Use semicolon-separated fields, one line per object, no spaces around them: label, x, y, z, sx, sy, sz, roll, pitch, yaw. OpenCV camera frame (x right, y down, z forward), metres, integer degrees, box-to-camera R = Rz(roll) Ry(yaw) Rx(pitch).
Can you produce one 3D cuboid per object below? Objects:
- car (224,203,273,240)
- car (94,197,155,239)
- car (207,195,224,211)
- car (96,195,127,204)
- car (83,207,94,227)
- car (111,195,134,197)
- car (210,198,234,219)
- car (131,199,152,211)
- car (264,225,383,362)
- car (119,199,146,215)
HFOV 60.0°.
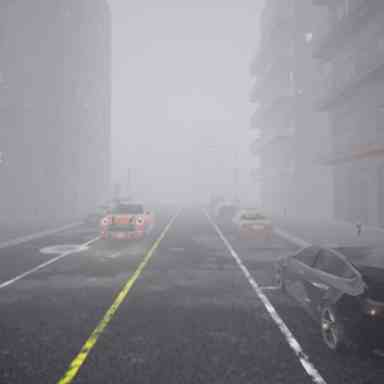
car;2.831;1.476;16.532;1.752;1.417;4.829;1;0;0
car;-3.107;1.302;16.747;2.097;1.767;4.553;0;0;0
car;2.827;1.202;38.634;2.192;1.841;5.009;1;0;0
car;-13.343;1.252;55.093;4.674;1.442;1.812;0;-1;1
car;-5.818;1.485;21.961;2.008;1.369;4.403;1;0;0
car;-5.817;1.234;27.528;2.192;1.841;5.009;1;0;0
car;2.828;1.470;27.499;2.008;1.369;4.403;1;0;0
car;-5.824;1.469;38.665;1.802;1.307;4.206;1;0;0
car;2.769;1.548;5.868;1.947;1.339;4.313;1;0;0
car;-5.822;1.468;33.098;1.947;1.339;4.313;1;0;0
